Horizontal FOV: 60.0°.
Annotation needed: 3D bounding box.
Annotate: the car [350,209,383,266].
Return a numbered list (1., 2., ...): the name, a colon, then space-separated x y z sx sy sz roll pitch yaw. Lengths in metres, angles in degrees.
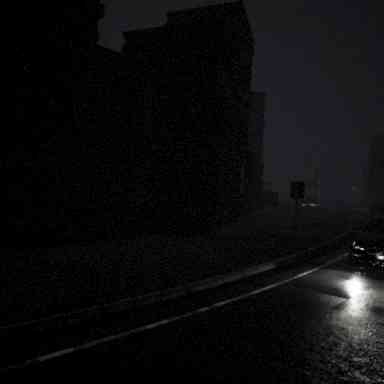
1. car: 6.741 1.564 11.134 1.837 1.490 4.892 2 1 38

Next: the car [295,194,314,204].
1. car: 18.099 1.026 53.584 1.882 1.535 5.008 4 1 0

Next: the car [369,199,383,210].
1. car: 20.920 1.580 36.093 2.128 1.511 4.902 4 1 8
